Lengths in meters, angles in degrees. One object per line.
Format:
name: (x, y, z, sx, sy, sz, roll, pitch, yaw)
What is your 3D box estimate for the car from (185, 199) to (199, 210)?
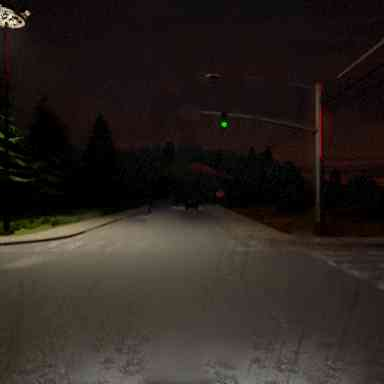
car: (0.003, 1.780, 49.199, 1.882, 1.535, 5.008, 0, 0, 0)

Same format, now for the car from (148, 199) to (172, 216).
car: (-3.601, 1.773, 36.029, 2.033, 1.411, 5.357, 0, 0, 0)

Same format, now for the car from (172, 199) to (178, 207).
car: (-3.506, 1.925, 58.042, 1.994, 1.385, 4.181, 0, 0, 0)
